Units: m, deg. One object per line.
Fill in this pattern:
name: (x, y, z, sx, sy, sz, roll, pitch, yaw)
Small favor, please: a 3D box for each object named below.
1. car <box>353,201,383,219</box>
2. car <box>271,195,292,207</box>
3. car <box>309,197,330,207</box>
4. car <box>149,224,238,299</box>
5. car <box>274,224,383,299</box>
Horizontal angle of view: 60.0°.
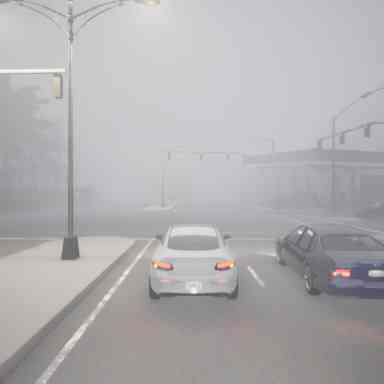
car: (15.976, 1.509, 27.829, 4.674, 1.442, 1.812, 0, 0, -1)
car: (12.882, 1.266, 47.935, 2.242, 1.667, 4.611, 0, 0, 0)
car: (18.622, 1.427, 48.737, 1.970, 1.475, 3.806, 0, 0, 0)
car: (0.029, 1.521, 8.303, 1.812, 1.442, 4.674, 0, 0, 0)
car: (3.508, 1.542, 8.611, 2.033, 1.411, 5.357, 0, 0, 3)
